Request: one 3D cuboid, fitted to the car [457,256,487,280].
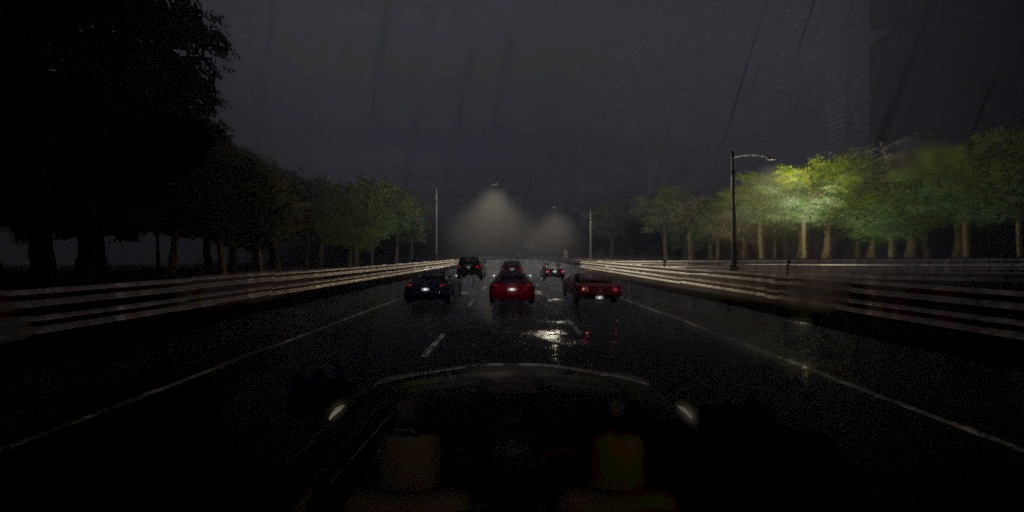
[{"bbox_3d":[-3.501,1.003,31.530,2.150,2.045,5.566,0,0,0],"label":"car"}]

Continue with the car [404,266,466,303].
[{"bbox_3d":[-3.500,1.322,16.500,1.994,1.385,4.181,0,0,0],"label":"car"}]

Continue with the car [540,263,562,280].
[{"bbox_3d":[3.500,1.309,31.500,2.033,1.411,5.357,0,0,0],"label":"car"}]

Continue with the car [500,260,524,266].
[{"bbox_3d":[0.000,1.112,31.470,2.097,1.767,4.553,0,0,0],"label":"car"}]

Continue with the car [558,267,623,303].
[{"bbox_3d":[3.500,1.366,16.530,1.895,1.301,4.718,0,0,0],"label":"car"}]

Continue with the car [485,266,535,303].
[{"bbox_3d":[0.000,1.322,16.500,1.994,1.385,4.181,0,0,0],"label":"car"}]
